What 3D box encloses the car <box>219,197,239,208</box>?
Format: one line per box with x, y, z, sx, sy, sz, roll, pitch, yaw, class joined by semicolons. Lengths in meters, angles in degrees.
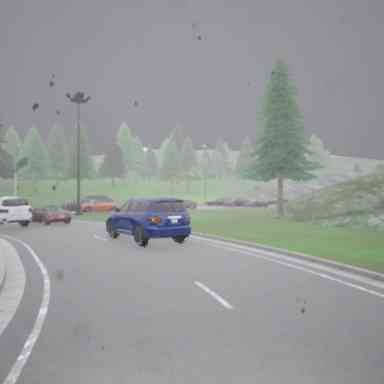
7.302;1.637;54.918;4.553;1.767;2.097;0;0;-33;car

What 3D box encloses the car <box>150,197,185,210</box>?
-3.528;1.609;47.897;4.553;1.767;2.097;0;0;-33;car

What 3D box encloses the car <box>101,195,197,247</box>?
-2.221;1.307;15.887;2.150;2.045;5.566;0;0;-34;car

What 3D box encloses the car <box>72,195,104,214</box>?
-11.060;1.571;38.841;4.553;1.767;2.097;0;-1;-33;car

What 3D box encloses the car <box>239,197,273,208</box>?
10.131;1.796;52.579;4.674;1.442;1.812;0;0;-33;car

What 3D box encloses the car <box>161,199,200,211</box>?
-1.542;1.732;45.014;4.902;1.511;2.128;0;0;-33;car

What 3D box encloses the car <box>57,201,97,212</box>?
-15.362;1.850;44.392;4.718;1.301;1.895;0;0;-33;car

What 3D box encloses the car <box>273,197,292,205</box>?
16.727;1.808;65.123;5.008;1.535;1.882;0;0;-33;car

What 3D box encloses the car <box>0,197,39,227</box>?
-13.106;1.354;22.674;5.566;2.045;2.150;0;0;36;car

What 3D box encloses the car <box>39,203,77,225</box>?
-10.992;1.708;25.135;4.181;1.385;1.994;0;0;36;car

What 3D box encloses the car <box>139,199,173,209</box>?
-5.488;1.781;50.798;4.892;1.490;1.837;1;-1;-33;car

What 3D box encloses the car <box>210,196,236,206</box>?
5.783;1.676;62.255;4.553;1.767;2.097;0;0;-33;car

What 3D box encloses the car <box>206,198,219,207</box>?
4.747;1.901;57.432;4.718;1.301;1.895;0;0;-33;car

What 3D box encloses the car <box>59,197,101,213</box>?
-13.839;1.582;41.210;4.553;1.767;2.097;0;0;-33;car

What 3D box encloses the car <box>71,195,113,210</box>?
-14.694;1.497;48.996;5.566;2.045;2.150;0;-1;-33;car
